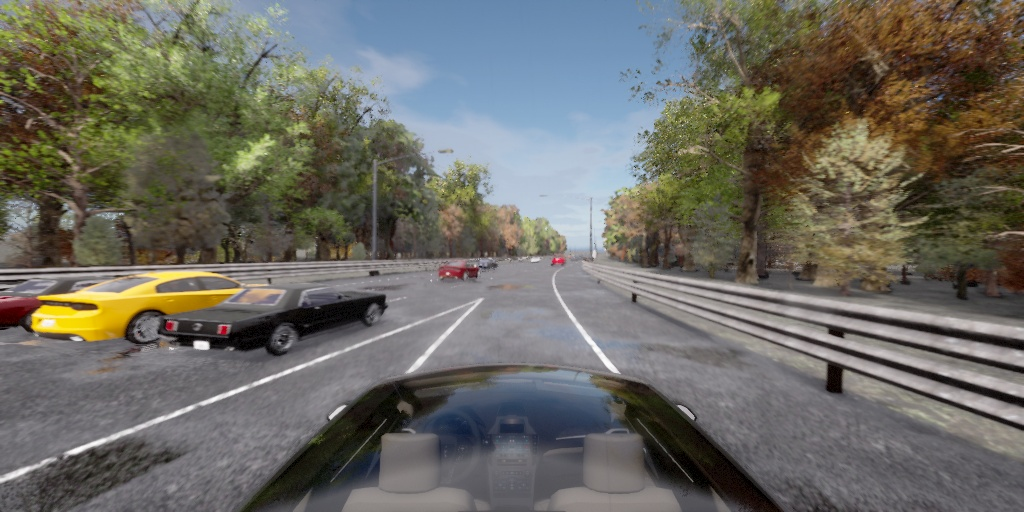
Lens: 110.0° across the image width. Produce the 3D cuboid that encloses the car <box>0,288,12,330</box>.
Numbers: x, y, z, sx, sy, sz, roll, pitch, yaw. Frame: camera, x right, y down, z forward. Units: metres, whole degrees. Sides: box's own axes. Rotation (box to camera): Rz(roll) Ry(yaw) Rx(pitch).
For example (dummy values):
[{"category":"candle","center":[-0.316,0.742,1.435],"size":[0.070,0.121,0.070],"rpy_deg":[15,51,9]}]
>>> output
[{"category":"car","center":[-11.812,1.229,10.168],"size":[1.895,1.301,4.718],"rpy_deg":[1,0,13]}]

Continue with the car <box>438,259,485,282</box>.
[{"category":"car","center":[-3.981,1.099,27.905],"size":[1.882,1.535,5.008],"rpy_deg":[1,0,13]}]

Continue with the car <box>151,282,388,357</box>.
[{"category":"car","center":[-5.006,1.298,8.544],"size":[1.895,1.301,4.718],"rpy_deg":[0,0,13]}]

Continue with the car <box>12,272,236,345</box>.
[{"category":"car","center":[-8.407,1.143,9.355],"size":[1.882,1.535,5.008],"rpy_deg":[1,0,13]}]

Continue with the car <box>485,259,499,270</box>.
[{"category":"car","center":[-3.213,1.067,46.213],"size":[2.033,1.411,5.357],"rpy_deg":[1,0,13]}]
